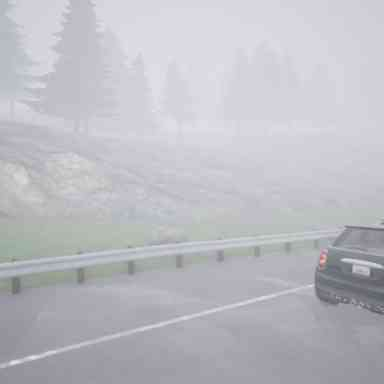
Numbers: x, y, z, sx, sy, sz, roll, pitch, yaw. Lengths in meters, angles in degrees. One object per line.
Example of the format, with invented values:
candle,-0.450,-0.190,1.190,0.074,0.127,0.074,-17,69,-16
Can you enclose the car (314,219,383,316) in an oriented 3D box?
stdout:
car,4.621,1.347,6.820,4.553,1.767,2.097,0,0,-34
